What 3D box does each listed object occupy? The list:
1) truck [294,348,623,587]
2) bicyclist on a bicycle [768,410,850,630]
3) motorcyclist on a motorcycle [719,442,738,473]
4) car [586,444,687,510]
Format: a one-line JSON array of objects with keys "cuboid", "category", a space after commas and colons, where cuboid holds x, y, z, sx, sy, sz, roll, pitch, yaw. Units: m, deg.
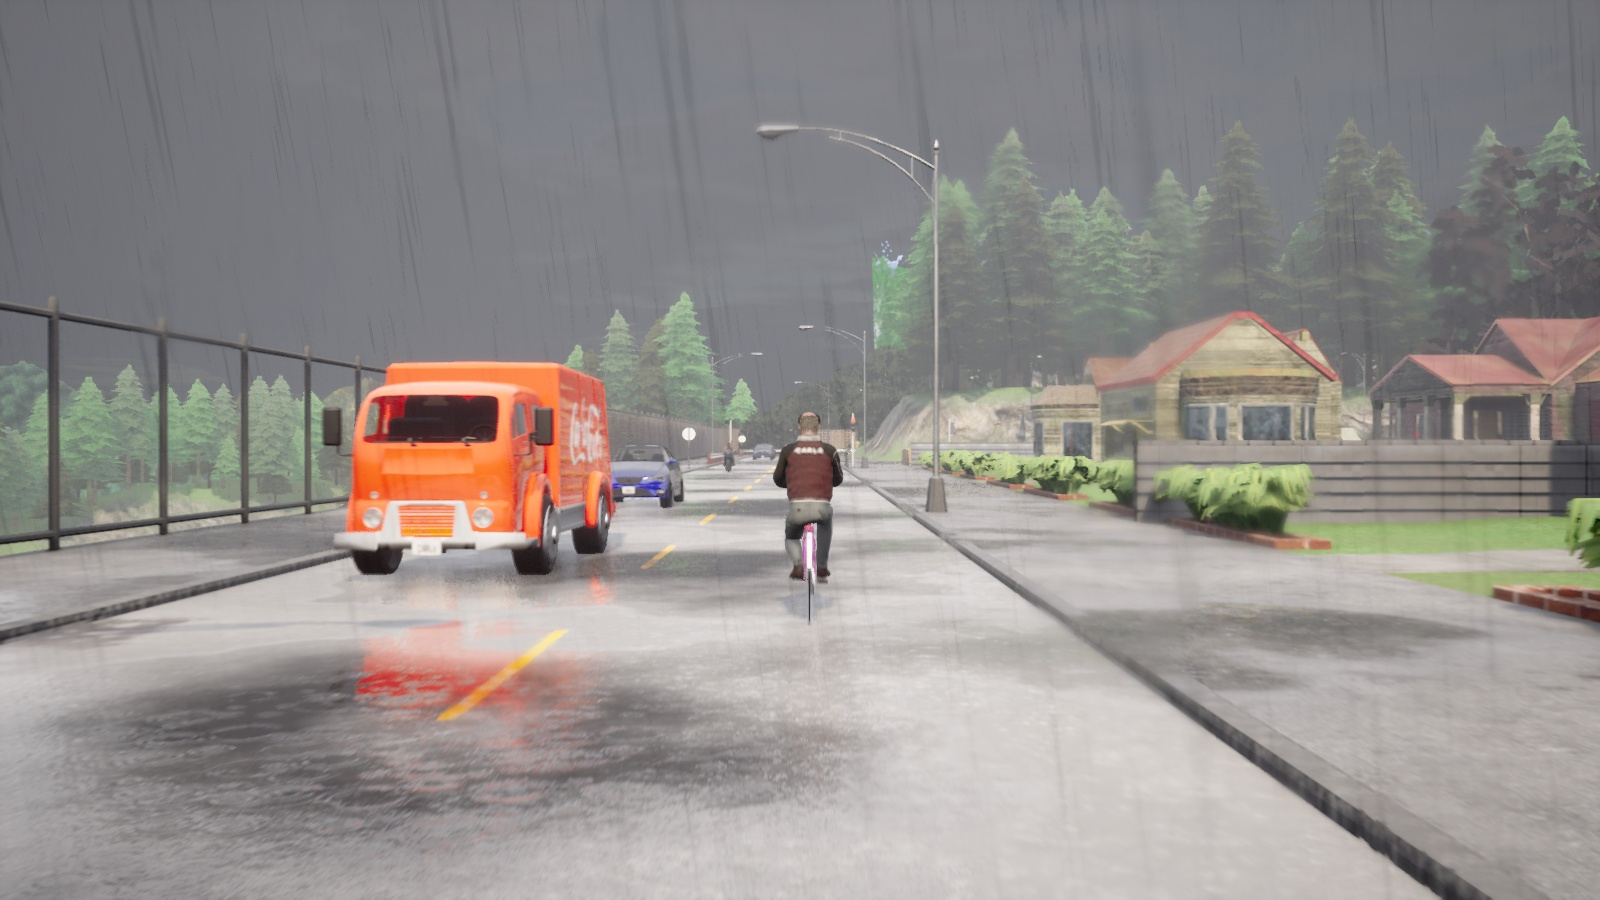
[{"cuboid": [-3.895, 0.169, 15.565, 2.627, 2.467, 5.204, 0, 0, 0], "category": "truck"}, {"cuboid": [0.080, 0.555, 11.020, 0.659, 1.776, 1.843, 0, 1, 0], "category": "bicyclist on a bicycle"}, {"cuboid": [-3.610, 0.366, 63.464, 0.797, 1.523, 2.044, 0, 1, 0], "category": "motorcyclist on a motorcycle"}, {"cuboid": [-3.812, 0.588, 29.925, 1.816, 1.474, 4.193, 0, 0, 0], "category": "car"}]
